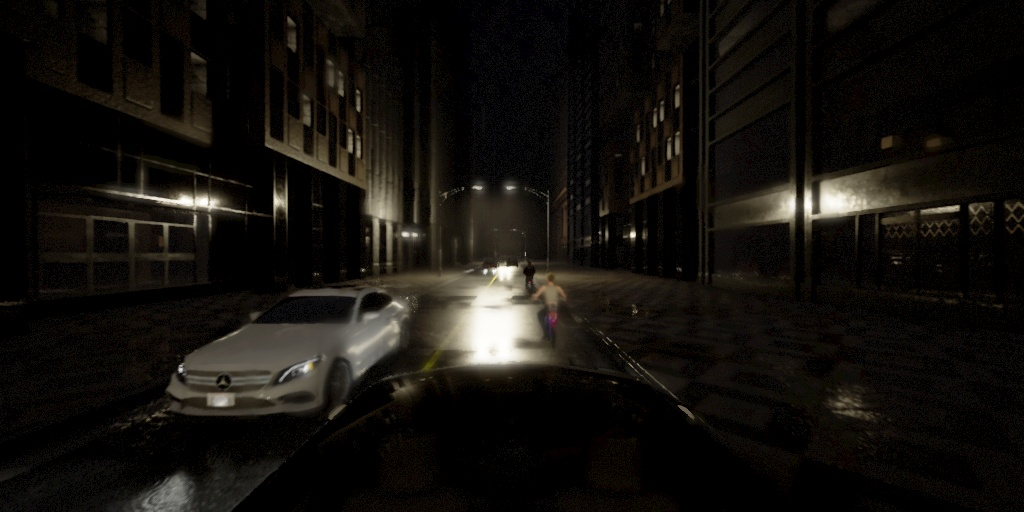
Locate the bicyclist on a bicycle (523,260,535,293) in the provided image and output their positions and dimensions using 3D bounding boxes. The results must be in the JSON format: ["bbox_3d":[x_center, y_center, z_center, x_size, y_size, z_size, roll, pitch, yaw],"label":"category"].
[{"bbox_3d":[0.821,1.082,16.836,0.659,1.776,1.843,0,0,0],"label":"bicyclist on a bicycle"}]

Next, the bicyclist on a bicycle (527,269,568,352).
[{"bbox_3d":[0.849,1.171,7.911,0.866,1.612,1.509,0,0,0],"label":"bicyclist on a bicycle"}]

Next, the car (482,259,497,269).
[{"bbox_3d":[-3.100,1.182,50.601,1.994,1.385,4.181,0,0,0],"label":"car"}]

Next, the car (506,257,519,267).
[{"bbox_3d":[0.071,1.068,59.696,1.882,1.535,5.008,0,0,0],"label":"car"}]

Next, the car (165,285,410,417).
[{"bbox_3d":[-3.101,1.264,6.150,1.812,1.442,4.674,0,0,0],"label":"car"}]
